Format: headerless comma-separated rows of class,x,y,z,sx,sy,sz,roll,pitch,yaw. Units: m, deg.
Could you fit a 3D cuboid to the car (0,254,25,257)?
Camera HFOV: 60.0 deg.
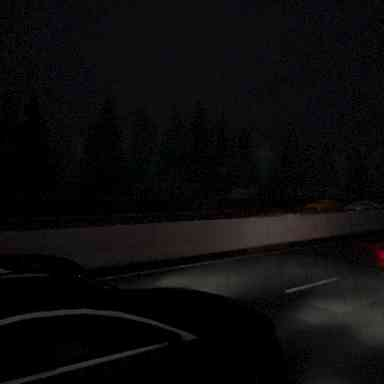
car,-4.091,1.490,5.127,4.902,1.511,2.128,0,0,-35

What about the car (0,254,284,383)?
car,-1.264,1.493,2.845,4.902,1.511,2.128,0,0,-35

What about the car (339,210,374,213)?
car,17.147,1.621,33.405,4.674,1.442,1.812,0,0,-35

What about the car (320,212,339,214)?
car,14.143,1.570,35.562,5.008,1.535,1.882,0,0,-35
